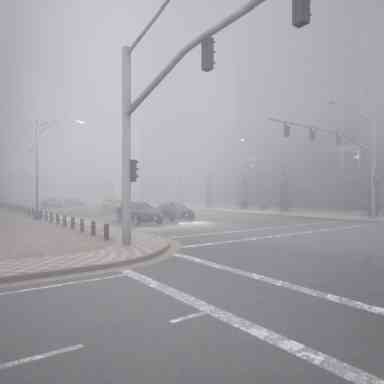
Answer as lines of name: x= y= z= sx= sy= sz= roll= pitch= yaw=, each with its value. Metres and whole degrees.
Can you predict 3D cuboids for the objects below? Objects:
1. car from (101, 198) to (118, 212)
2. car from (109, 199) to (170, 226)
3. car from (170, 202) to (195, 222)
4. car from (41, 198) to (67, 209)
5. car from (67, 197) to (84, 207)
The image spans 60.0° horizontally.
car: x=-7.996 y=1.422 z=35.216 sx=1.882 sy=1.535 sz=5.008 roll=0 pitch=0 yaw=-35
car: x=-3.743 y=1.449 z=23.146 sx=1.837 sy=1.490 sz=4.892 roll=0 pitch=0 yaw=-36
car: x=-1.547 y=1.508 z=26.091 sx=1.994 sy=1.385 sz=4.181 roll=0 pitch=0 yaw=-36
car: x=-18.965 y=1.492 z=44.859 sx=2.033 sy=1.411 sz=5.357 roll=0 pitch=0 yaw=-35
car: x=-17.499 y=1.492 z=48.901 sx=2.033 sy=1.411 sz=5.357 roll=0 pitch=0 yaw=-34
